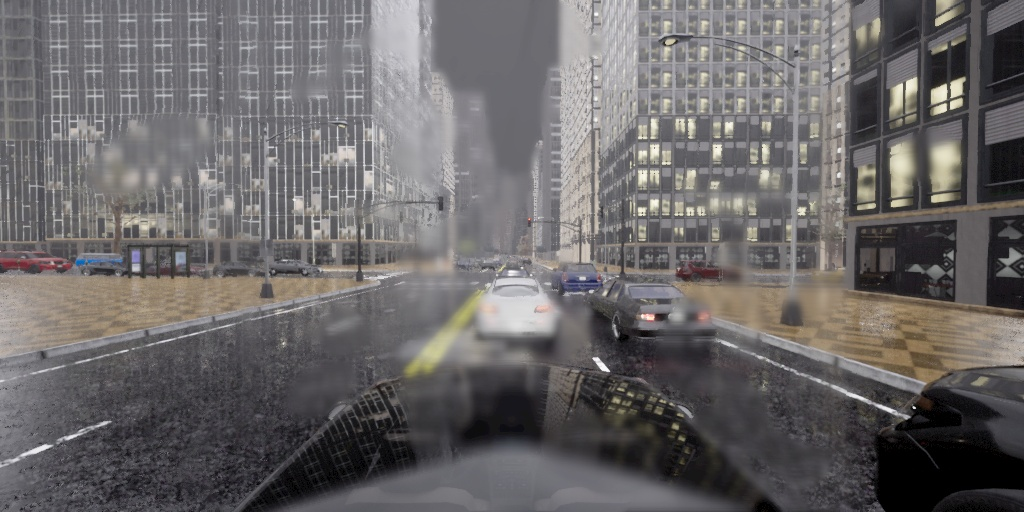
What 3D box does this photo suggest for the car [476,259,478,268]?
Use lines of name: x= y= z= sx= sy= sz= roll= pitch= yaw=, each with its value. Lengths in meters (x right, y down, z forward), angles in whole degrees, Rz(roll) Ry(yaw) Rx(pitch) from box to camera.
car: x=-6.530 y=1.206 z=58.361 sx=1.837 sy=1.490 sz=4.892 roll=0 pitch=0 yaw=0

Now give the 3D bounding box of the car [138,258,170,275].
car: x=-30.903 y=0.964 z=33.177 sx=5.008 sy=1.535 sz=1.882 roll=0 pitch=1 yaw=1

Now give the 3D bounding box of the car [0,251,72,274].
car: x=-44.898 y=0.581 z=33.497 sx=5.566 sy=2.045 sz=2.150 roll=0 pitch=1 yaw=2

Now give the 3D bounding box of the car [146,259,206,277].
car: x=-28.387 y=1.136 z=30.432 sx=4.207 sy=1.307 sz=1.802 roll=0 pitch=0 yaw=1

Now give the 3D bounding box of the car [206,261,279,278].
car: x=-22.703 y=1.171 z=30.293 sx=4.313 sy=1.339 sz=1.948 roll=0 pitch=0 yaw=1

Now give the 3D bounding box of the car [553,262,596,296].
car: x=3.367 y=1.091 z=19.185 sx=2.097 sy=1.767 sz=4.553 roll=0 pitch=0 yaw=0

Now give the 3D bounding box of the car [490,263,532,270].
car: x=0.116 y=1.286 z=18.906 sx=2.033 sy=1.411 sz=5.357 roll=0 pitch=0 yaw=0

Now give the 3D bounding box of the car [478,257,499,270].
car: x=-3.293 y=1.257 z=51.245 sx=2.033 sy=1.411 sz=5.357 roll=0 pitch=0 yaw=0

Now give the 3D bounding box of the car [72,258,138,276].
car: x=-34.068 y=1.067 z=30.611 sx=4.313 sy=1.339 sz=1.948 roll=0 pitch=0 yaw=1

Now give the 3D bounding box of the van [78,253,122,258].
van: x=-45.250 y=0.602 z=39.282 sx=3.998 sy=1.789 sz=1.690 roll=0 pitch=0 yaw=1

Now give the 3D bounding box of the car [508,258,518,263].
car: x=0.161 y=1.184 z=65.181 sx=2.128 sy=1.511 sz=4.902 roll=0 pitch=0 yaw=0

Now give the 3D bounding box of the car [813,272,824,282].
car: x=27.669 y=1.576 z=29.519 sx=4.829 sy=1.417 sz=1.751 roll=0 pitch=0 yaw=1

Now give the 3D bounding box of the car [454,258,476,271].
car: x=-6.577 y=1.064 z=49.264 sx=2.097 sy=1.767 sz=4.553 roll=0 pitch=0 yaw=1

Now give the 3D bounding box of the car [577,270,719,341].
car: x=3.360 y=1.293 z=9.800 sx=2.033 sy=1.411 sz=5.357 roll=0 pitch=0 yaw=0

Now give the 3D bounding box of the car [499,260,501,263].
car: x=-3.269 y=1.298 z=61.006 sx=1.895 sy=1.301 sz=4.718 roll=0 pitch=0 yaw=0

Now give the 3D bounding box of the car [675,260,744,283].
car: x=16.221 y=1.266 z=29.727 sx=5.009 sy=1.841 sz=2.192 roll=0 pitch=0 yaw=1

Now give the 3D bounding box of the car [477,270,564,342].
car: x=0.106 y=1.271 z=9.661 sx=1.812 sy=1.442 sz=4.674 roll=0 pitch=0 yaw=0

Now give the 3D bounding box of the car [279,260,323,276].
car: x=-19.998 y=1.077 z=32.943 sx=4.902 sy=1.511 sz=2.128 roll=1 pitch=1 yaw=1
